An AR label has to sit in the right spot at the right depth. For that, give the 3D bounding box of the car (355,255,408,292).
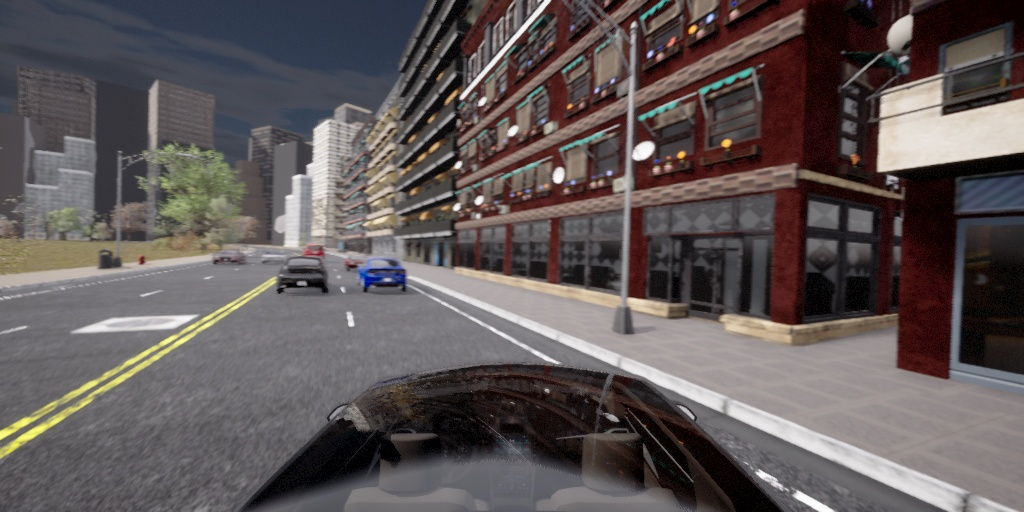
[{"bbox_3d":[-6.401,0.809,17.553,1.882,1.535,5.008,2,0,-26],"label":"car"}]

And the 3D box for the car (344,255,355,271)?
[{"bbox_3d":[-12.991,0.550,30.214,1.895,1.301,4.718,2,1,-28],"label":"car"}]

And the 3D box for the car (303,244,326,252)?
[{"bbox_3d":[-23.202,-0.319,42.172,2.150,2.045,5.566,2,1,-30],"label":"car"}]

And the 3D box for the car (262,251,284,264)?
[{"bbox_3d":[-23.415,0.138,35.492,1.895,1.301,4.718,1,1,-29],"label":"car"}]

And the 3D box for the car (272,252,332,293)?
[{"bbox_3d":[-9.341,0.757,16.268,1.837,1.490,4.892,2,1,-27],"label":"car"}]

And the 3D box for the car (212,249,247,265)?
[{"bbox_3d":[-25.430,0.075,32.412,1.994,1.385,4.181,1,1,-29],"label":"car"}]
